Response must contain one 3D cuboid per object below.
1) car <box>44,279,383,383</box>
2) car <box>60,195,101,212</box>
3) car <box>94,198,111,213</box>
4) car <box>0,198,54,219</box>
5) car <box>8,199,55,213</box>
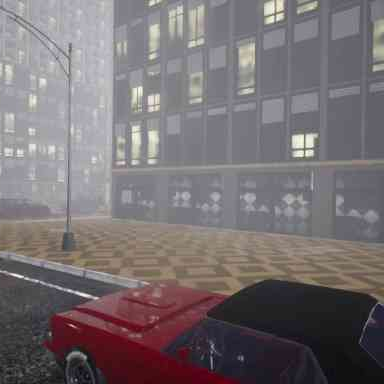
[{"bbox_3d":[0.625,1.600,3.241,4.718,1.301,1.895,0,0,36],"label":"car"},{"bbox_3d":[-14.036,1.420,42.791,2.150,2.045,5.566,1,1,37],"label":"car"},{"bbox_3d":[-8.949,1.828,39.957,1.752,1.417,4.829,1,0,37],"label":"car"},{"bbox_3d":[-15.766,1.517,30.760,2.192,1.841,5.009,1,0,37],"label":"car"},{"bbox_3d":[-19.244,1.641,40.143,1.752,1.417,4.829,1,0,37],"label":"car"}]
